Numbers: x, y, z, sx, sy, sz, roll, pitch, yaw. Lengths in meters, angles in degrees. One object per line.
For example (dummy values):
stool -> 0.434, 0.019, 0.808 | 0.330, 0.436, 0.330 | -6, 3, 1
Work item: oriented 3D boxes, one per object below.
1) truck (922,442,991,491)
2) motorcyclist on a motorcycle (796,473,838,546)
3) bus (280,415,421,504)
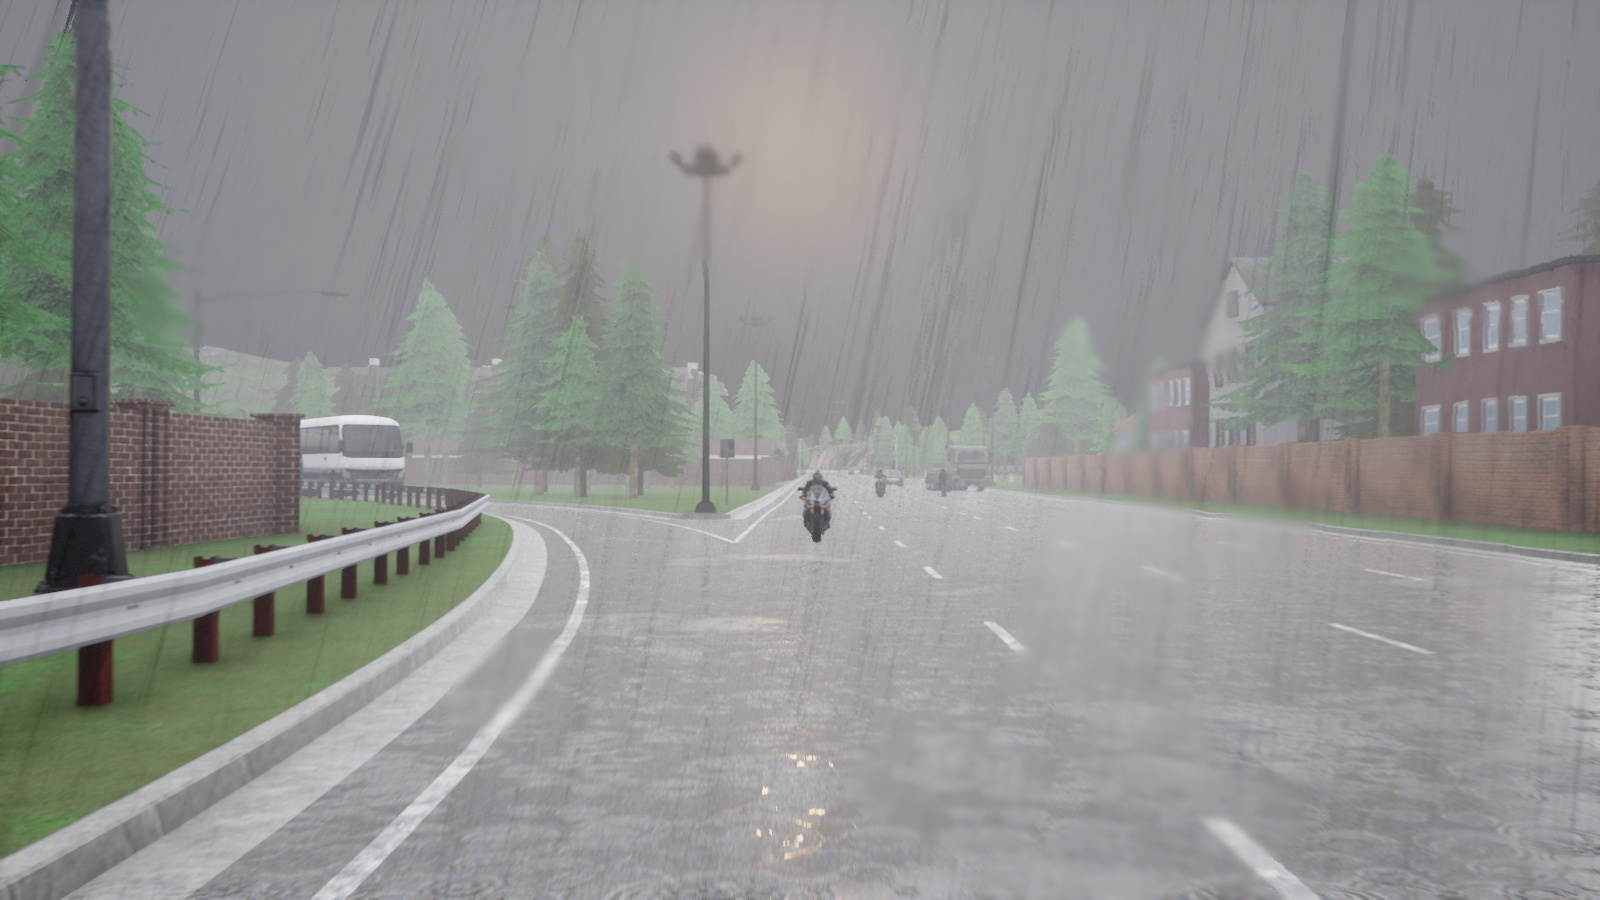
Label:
truck -> 11.594, 1.224, 93.634 | 2.891, 3.462, 7.936 | 0, -1, -10
motorcyclist on a motorcycle -> 0.370, 1.267, 27.381 | 0.866, 1.530, 2.191 | 0, -1, 1
bus -> -23.596, 0.543, 65.468 | 3.944, 4.253, 10.273 | 0, -1, -37
